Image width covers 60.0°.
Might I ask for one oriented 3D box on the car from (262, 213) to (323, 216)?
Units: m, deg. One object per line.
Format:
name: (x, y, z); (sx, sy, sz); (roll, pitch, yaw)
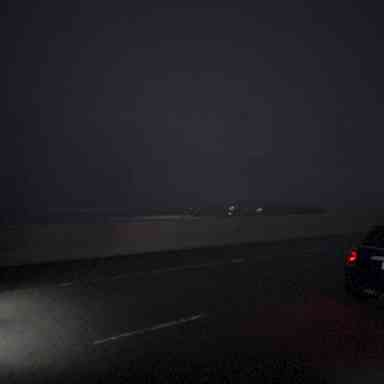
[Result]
car: (8.115, 1.650, 25.368); (4.902, 1.511, 2.128); (1, 0, -29)

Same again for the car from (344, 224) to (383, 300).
car: (5.426, 1.418, 7.257); (4.553, 1.767, 2.097); (1, 0, -33)

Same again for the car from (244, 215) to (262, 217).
car: (6.699, 1.514, 28.573); (4.553, 1.767, 2.097); (1, 0, -29)
